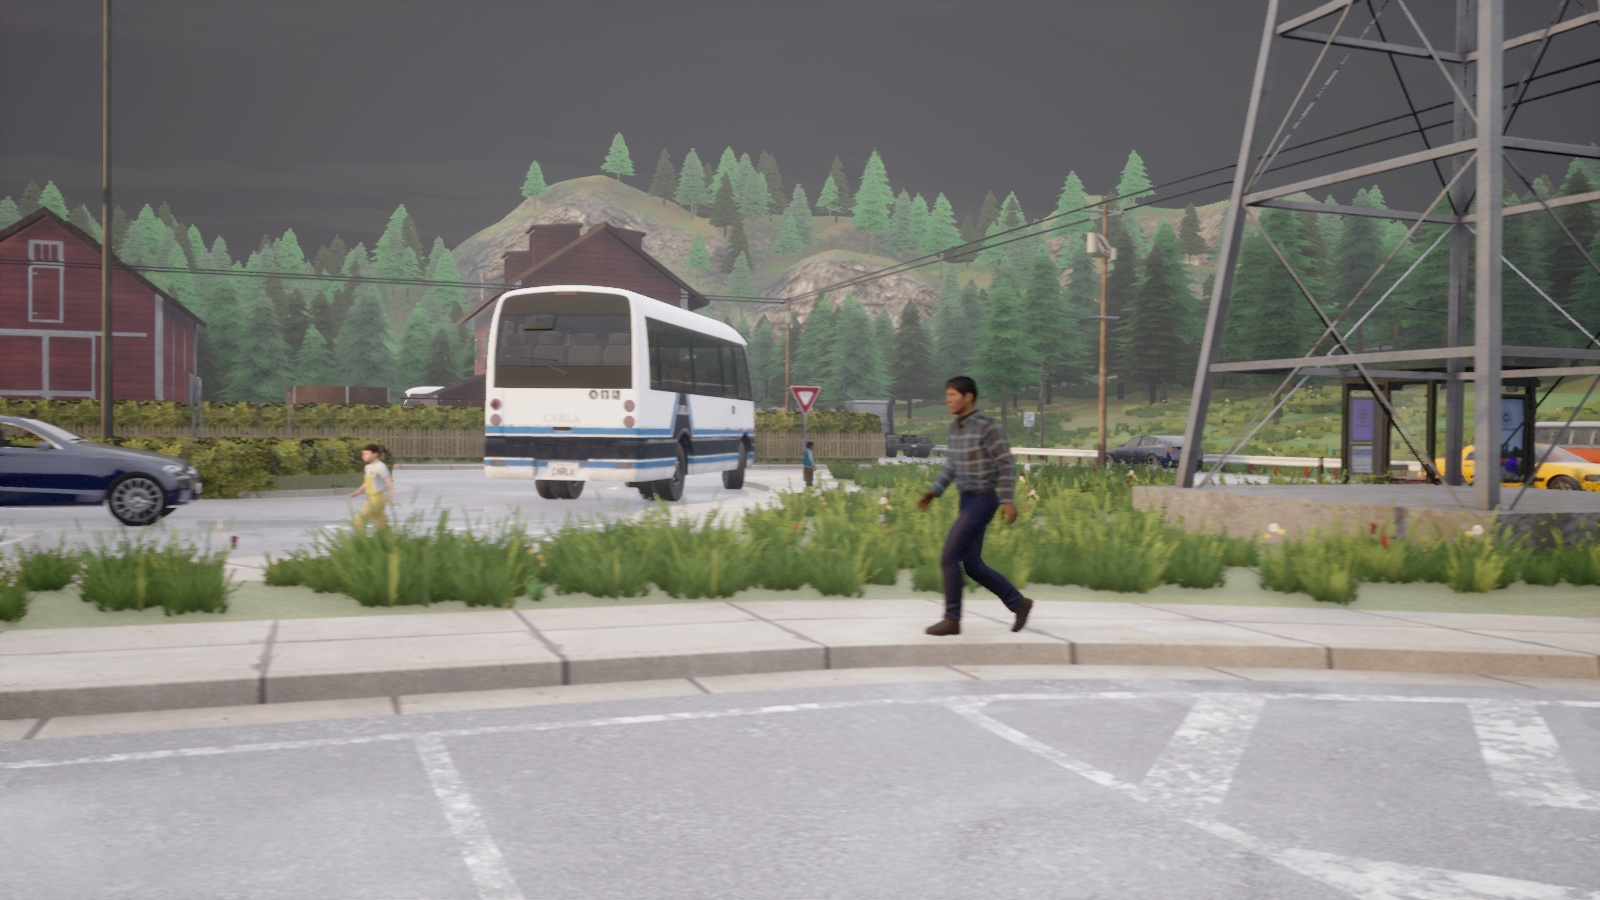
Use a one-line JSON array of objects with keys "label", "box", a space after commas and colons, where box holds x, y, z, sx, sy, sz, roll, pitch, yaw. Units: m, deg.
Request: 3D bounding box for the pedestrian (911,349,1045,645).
[{"label": "pedestrian", "box": [1.207, 0.301, 8.566, 0.788, 1.949, 0.423, -1, 1, -14]}]

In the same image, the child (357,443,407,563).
[{"label": "child", "box": [-4.503, 0.561, 13.520, 0.437, 1.263, 0.270, -1, 1, -33]}]

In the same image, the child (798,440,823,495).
[{"label": "child", "box": [0.238, 0.385, 27.631, 0.448, 1.192, 0.343, -1, 1, -20]}]

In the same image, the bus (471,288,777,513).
[{"label": "bus", "box": [-3.502, -1.014, 29.106, 3.944, 4.253, 10.273, 0, 1, 11]}]

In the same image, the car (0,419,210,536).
[{"label": "car", "box": [-11.774, 0.396, 18.945, 5.027, 1.651, 2.152, -1, 1, -21]}]

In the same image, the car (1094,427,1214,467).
[{"label": "car", "box": [13.875, -0.158, 49.521, 2.163, 1.488, 4.792, -1, 1, -20]}]

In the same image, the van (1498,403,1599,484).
[{"label": "van", "box": [20.255, -0.185, 31.777, 1.775, 1.987, 4.442, -1, 1, -20]}]

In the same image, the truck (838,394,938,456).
[{"label": "truck", "box": [5.052, -1.443, 73.998, 2.891, 3.462, 7.936, -1, 1, -20]}]

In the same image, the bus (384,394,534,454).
[{"label": "bus", "box": [-25.000, -1.944, 91.944, 10.273, 4.253, 3.944, -1, 1, -20]}]

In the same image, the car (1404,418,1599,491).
[{"label": "car", "box": [17.216, 0.065, 29.897, 1.801, 1.575, 5.366, -1, 1, -20]}]
